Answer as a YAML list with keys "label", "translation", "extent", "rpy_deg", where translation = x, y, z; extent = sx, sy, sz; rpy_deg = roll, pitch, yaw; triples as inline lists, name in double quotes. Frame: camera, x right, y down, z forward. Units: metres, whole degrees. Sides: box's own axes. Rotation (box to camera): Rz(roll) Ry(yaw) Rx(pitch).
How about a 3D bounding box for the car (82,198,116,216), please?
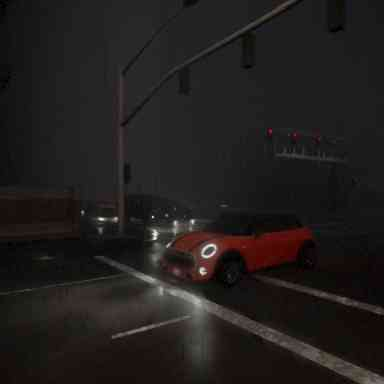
- label: "car"
  translation: [-9.078, 1.478, 32.588]
  extent: [1.882, 1.535, 5.008]
  rpy_deg: [0, 0, -36]

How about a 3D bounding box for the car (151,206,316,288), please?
- label: "car"
  translation: [1.435, 1.352, 9.391]
  extent: [4.553, 1.767, 2.097]
  rpy_deg: [0, 0, -36]

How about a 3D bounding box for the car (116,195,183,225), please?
- label: "car"
  translation: [-3.316, 1.222, 24.563]
  extent: [2.150, 2.045, 5.566]
  rpy_deg: [0, 0, -36]

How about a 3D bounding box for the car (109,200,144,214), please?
- label: "car"
  translation: [-7.144, 1.601, 35.894]
  extent: [1.895, 1.301, 4.718]
  rpy_deg: [0, 0, -36]

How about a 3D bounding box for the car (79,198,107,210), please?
- label: "car"
  translation: [-13.348, 1.547, 44.545]
  extent: [2.033, 1.411, 5.357]
  rpy_deg: [0, 0, -36]
